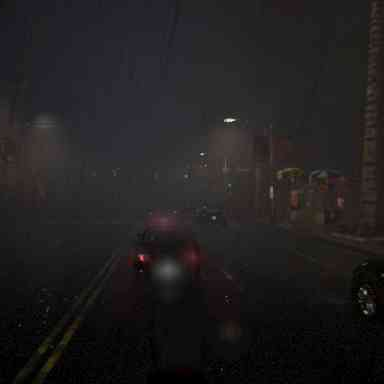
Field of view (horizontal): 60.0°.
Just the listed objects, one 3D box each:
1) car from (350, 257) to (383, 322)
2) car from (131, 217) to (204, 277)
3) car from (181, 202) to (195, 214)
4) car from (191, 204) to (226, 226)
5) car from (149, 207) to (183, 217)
[{"bbox_3d":[4.277,1.400,4.681,2.097,1.767,4.553,0,-1,-6],"label":"car"},{"bbox_3d":[-0.813,1.728,10.724,1.895,1.301,4.718,0,-1,-5],"label":"car"},{"bbox_3d":[-0.374,1.991,42.776,2.128,1.511,4.902,0,-1,-5],"label":"car"},{"bbox_3d":[1.366,1.863,25.839,1.994,1.385,4.181,0,-1,-6],"label":"car"},{"bbox_3d":[-1.905,1.828,22.284,1.994,1.385,4.181,0,-1,-6],"label":"car"}]
